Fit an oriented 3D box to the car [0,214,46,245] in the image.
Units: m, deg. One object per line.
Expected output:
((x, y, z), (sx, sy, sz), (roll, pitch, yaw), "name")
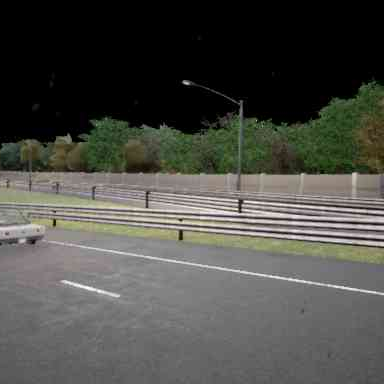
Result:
((-8.337, 1.577, 14.087), (4.718, 1.301, 1.895), (0, 0, 35), "car")
